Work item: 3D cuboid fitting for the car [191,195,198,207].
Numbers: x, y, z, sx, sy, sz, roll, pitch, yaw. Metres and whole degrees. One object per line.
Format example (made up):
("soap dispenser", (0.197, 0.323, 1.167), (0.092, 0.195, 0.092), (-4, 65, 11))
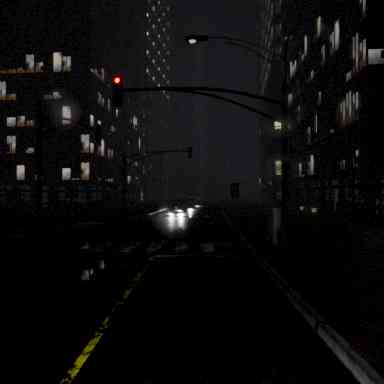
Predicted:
("car", (-0.723, 1.559, 47.811), (1.895, 1.301, 4.718), (0, 0, 6))

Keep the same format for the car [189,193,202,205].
("car", (0.432, 1.159, 58.315), (2.150, 2.045, 5.566), (0, 0, 7))

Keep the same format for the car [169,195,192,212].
("car", (-1.530, 1.464, 38.530), (2.128, 1.511, 4.902), (0, 0, 5))

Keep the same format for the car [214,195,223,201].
("car", (6.248, 1.362, 78.030), (1.882, 1.535, 5.008), (0, 0, 9))

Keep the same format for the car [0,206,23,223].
("car", (-16.549, 1.854, 27.985), (4.403, 1.369, 2.008), (-1, 1, 10))
